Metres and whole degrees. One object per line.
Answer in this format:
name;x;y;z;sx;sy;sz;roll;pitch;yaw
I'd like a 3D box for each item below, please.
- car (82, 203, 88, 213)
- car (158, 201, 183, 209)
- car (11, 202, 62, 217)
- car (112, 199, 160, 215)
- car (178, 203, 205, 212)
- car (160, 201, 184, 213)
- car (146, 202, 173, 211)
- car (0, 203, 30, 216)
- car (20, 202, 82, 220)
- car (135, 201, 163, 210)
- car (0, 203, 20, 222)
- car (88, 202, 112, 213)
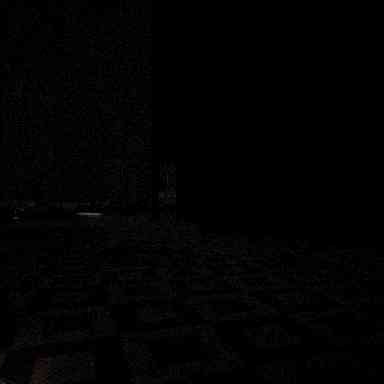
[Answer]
car;-13.532;2.015;44.904;1.887;1.381;4.507;-1;-2;35
car;-3.709;2.304;58.692;2.008;1.369;4.403;-1;-2;35
car;-16.666;1.851;35.897;1.812;1.442;4.674;0;-1;36
car;-6.594;1.790;39.958;2.192;1.841;5.009;-1;-2;35
car;-0.040;2.245;49.149;1.802;1.307;4.206;-1;-2;36
car;-3.319;2.113;44.548;1.887;1.381;4.507;-1;-2;35
car;-5.030;2.216;52.150;1.994;1.385;4.181;0;-1;37
car;-20.080;1.841;35.711;2.008;1.369;4.403;-1;-1;35
car;-13.044;1.823;30.897;1.752;1.417;4.829;-1;-2;35
car;-6.983;2.208;54.096;2.008;1.369;4.403;-1;-2;35
car;-16.416;1.774;26.162;1.947;1.339;4.313;-1;-2;35
car;-10.884;2.011;43.995;1.812;1.442;4.674;0;-1;35
